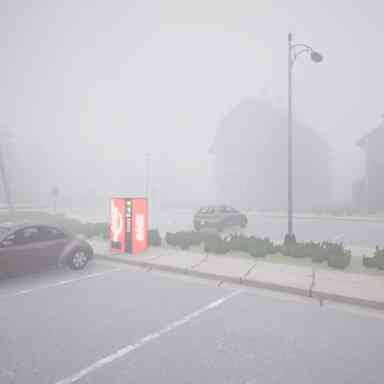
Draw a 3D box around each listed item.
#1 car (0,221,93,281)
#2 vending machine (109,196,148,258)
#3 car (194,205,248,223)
[{"bbox_3d":[-4.678,1.521,8.913,1.784,1.438,3.905,0,0,36],"label":"car"},{"bbox_3d":[-2.267,1.195,11.933,0.880,2.100,1.100,0,0,35],"label":"vending machine"},{"bbox_3d":[1.793,1.506,20.096,1.816,1.474,4.193,0,0,36],"label":"car"}]
